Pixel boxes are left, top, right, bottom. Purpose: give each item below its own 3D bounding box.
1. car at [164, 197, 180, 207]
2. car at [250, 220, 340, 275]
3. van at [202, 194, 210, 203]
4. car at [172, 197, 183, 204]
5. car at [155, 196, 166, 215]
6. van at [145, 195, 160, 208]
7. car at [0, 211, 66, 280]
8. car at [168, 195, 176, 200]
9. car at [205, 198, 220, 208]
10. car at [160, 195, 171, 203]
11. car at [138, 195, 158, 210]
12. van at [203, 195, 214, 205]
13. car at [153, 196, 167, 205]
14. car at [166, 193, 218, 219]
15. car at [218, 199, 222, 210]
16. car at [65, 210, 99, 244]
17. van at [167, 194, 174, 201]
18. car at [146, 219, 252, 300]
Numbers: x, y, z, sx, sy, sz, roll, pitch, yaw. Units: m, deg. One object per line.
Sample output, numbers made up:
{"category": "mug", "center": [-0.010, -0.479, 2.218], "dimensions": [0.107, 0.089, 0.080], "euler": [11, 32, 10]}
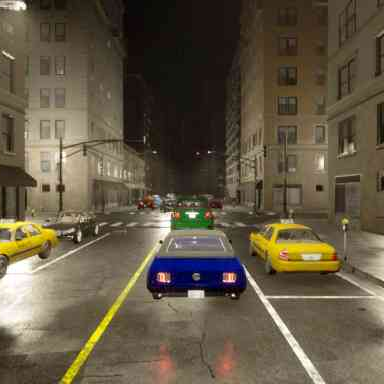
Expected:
{"category": "car", "center": [-3.043, 1.511, 51.722], "dimensions": [2.128, 1.511, 4.902], "euler": [0, 0, 0]}
{"category": "car", "center": [2.867, 1.526, 10.297], "dimensions": [1.752, 1.417, 4.829], "euler": [0, 0, 0]}
{"category": "van", "center": [2.926, 1.369, 69.933], "dimensions": [1.690, 1.788, 3.998], "euler": [0, 0, 0]}
{"category": "car", "center": [-2.947, 1.627, 67.137], "dimensions": [1.895, 1.301, 4.718], "euler": [0, 0, 0]}
{"category": "car", "center": [-2.260, 1.494, 34.591], "dimensions": [2.128, 1.511, 4.902], "euler": [0, 0, -13]}
{"category": "van", "center": [-5.622, 1.357, 47.936], "dimensions": [1.690, 1.788, 3.998], "euler": [0, 0, 0]}
{"category": "car", "center": [-5.659, 1.526, 9.966], "dimensions": [1.752, 1.417, 4.829], "euler": [0, 0, 0]}
{"category": "car", "center": [-5.577, 1.591, 91.947], "dimensions": [2.008, 1.369, 4.403], "euler": [0, 0, 0]}
{"category": "car", "center": [2.904, 1.582, 47.927], "dimensions": [1.947, 1.339, 4.313], "euler": [0, 0, 0]}
{"category": "car", "center": [-5.599, 1.468, 69.942], "dimensions": [1.967, 1.590, 4.097], "euler": [0, 0, 0]}
{"category": "car", "center": [-5.627, 1.328, 42.435], "dimensions": [2.192, 1.841, 5.009], "euler": [0, 0, 0]}
{"category": "van", "center": [2.915, 1.363, 58.930], "dimensions": [1.690, 1.788, 3.998], "euler": [0, 0, 0]}
{"category": "car", "center": [-5.611, 1.462, 58.939], "dimensions": [1.967, 1.590, 4.097], "euler": [0, 0, 0]}
{"category": "car", "center": [0.018, 1.224, 18.125], "dimensions": [2.150, 2.045, 5.566], "euler": [0, 0, 0]}
{"category": "car", "center": [2.899, 1.558, 42.426], "dimensions": [1.887, 1.381, 4.507], "euler": [0, 0, 0]}
{"category": "car", "center": [-5.653, 1.552, 15.661], "dimensions": [2.008, 1.369, 4.403], "euler": [0, 0, 0]}
{"category": "van", "center": [-5.583, 1.378, 86.447], "dimensions": [1.690, 1.788, 3.998], "euler": [0, 0, 0]}
{"category": "car", "center": [0.091, 1.601, 8.358], "dimensions": [1.895, 1.301, 4.718], "euler": [0, 0, 0]}
